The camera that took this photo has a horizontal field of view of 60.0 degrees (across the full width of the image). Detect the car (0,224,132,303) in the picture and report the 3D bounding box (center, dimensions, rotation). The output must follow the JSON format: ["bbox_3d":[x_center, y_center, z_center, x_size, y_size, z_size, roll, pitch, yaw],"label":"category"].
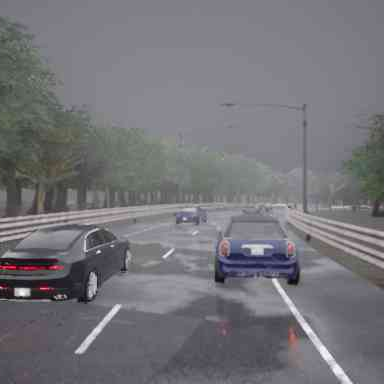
[{"bbox_3d":[-2.900,1.587,8.441,1.837,1.490,4.892,0,-1,4],"label":"car"}]

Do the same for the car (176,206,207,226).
[{"bbox_3d":[-0.006,1.860,26.814,1.812,1.442,4.674,0,-1,13],"label":"car"}]

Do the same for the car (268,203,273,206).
[{"bbox_3d":[10.579,2.306,48.451,1.837,1.490,4.892,0,-1,25],"label":"car"}]

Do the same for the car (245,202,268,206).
[{"bbox_3d":[7.108,2.072,38.778,2.128,1.511,4.902,0,-1,20],"label":"car"}]

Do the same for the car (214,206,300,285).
[{"bbox_3d":[1.766,1.460,10.043,2.097,1.767,4.553,0,-1,6],"label":"car"}]
